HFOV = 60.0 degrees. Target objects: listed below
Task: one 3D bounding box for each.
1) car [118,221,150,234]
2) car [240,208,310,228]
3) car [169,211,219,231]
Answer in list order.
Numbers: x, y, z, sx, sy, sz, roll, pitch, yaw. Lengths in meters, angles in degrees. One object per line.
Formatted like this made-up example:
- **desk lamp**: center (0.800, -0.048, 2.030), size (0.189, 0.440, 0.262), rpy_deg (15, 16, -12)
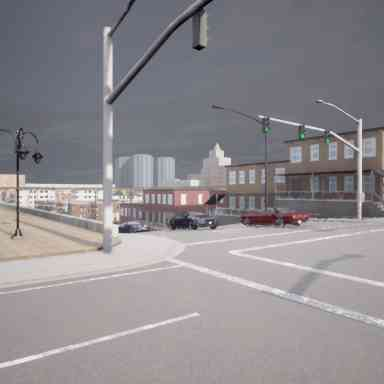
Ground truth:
- **car**: center (-5.826, 3.505, 32.134), size (1.812, 1.442, 4.674), rpy_deg (0, -12, -37)
- **car**: center (5.536, 1.764, 22.937), size (1.895, 1.301, 4.718), rpy_deg (0, -4, -36)
- **car**: center (0.042, 2.054, 24.162), size (1.994, 1.385, 4.181), rpy_deg (0, -4, -36)
